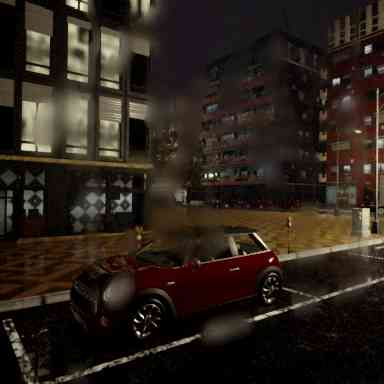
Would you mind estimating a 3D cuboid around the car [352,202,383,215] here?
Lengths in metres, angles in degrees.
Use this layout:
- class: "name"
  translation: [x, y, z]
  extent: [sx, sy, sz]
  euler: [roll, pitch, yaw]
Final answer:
- class: "car"
  translation: [19.981, 1.730, 36.726]
  extent: [1.947, 1.339, 4.313]
  euler: [1, -1, -35]

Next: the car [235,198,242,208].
- class: "car"
  translation: [6.921, 1.726, 55.271]
  extent: [1.967, 1.590, 4.097]
  euler: [1, -1, -35]

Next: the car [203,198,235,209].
- class: "car"
  translation: [3.331, 1.678, 45.814]
  extent: [2.008, 1.369, 4.403]
  euler: [1, -1, -35]

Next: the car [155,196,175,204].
- class: "car"
  translation: [-6.139, 1.724, 73.818]
  extent: [2.192, 1.841, 5.009]
  euler: [1, -1, -35]

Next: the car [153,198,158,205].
- class: "car"
  translation: [-6.465, 1.764, 59.723]
  extent: [1.887, 1.381, 4.507]
  euler: [1, -1, -35]

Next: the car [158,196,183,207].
- class: "car"
  translation: [-3.199, 1.733, 55.086]
  extent: [1.887, 1.381, 4.507]
  euler: [1, -1, -35]

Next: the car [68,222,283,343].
- class: "car"
  translation: [-0.185, 1.441, 6.405]
  extent: [4.097, 1.590, 1.967]
  euler: [0, 1, -35]

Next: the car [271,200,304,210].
- class: "car"
  translation: [13.450, 1.806, 45.997]
  extent: [1.802, 1.307, 4.206]
  euler: [1, -1, -35]

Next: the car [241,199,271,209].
- class: "car"
  translation: [10.186, 1.800, 50.635]
  extent: [1.887, 1.381, 4.507]
  euler: [1, -1, -35]
